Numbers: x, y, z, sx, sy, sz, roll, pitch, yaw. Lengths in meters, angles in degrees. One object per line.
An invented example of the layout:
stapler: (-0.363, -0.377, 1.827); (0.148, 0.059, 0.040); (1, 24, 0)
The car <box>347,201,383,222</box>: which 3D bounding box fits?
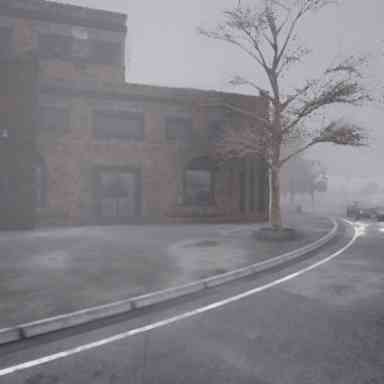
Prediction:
car: (13.314, 1.427, 25.768); (1.812, 1.442, 4.674); (0, 0, 13)
